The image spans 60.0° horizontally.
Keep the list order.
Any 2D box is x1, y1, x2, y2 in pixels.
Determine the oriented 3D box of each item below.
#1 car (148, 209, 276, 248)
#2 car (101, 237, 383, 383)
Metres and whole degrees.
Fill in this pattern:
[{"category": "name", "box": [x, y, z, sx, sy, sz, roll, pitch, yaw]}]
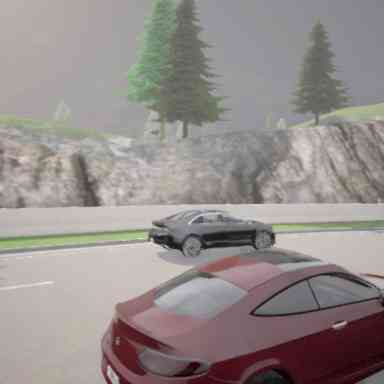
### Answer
[{"category": "car", "box": [0.847, 1.393, 12.108, 4.902, 1.511, 2.128, 0, 0, -27]}, {"category": "car", "box": [1.260, 1.495, 4.207, 4.674, 1.442, 1.812, 0, 0, -31]}]
